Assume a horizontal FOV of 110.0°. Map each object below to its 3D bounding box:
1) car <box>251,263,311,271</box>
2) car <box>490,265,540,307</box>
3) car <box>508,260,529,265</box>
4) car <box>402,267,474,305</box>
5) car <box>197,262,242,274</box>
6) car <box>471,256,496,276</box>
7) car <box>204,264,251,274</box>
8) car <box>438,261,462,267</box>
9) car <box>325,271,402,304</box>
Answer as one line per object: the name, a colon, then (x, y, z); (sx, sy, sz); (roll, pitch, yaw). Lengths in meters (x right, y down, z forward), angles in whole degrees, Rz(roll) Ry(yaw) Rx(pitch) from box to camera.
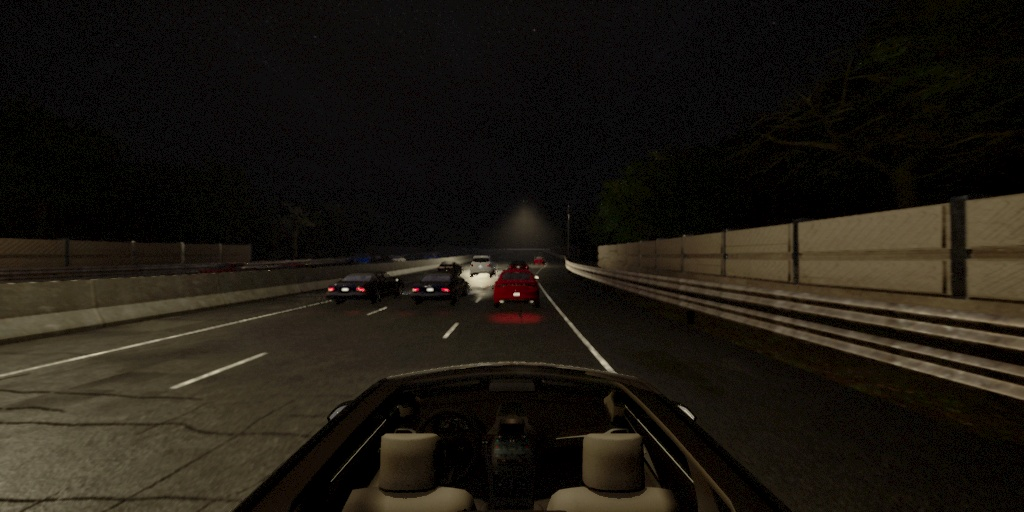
car: (-17.270, 1.347, 27.816); (1.882, 1.535, 5.008); (0, 0, 1)
car: (0.216, 1.354, 16.452); (1.882, 1.535, 5.008); (0, 0, 1)
car: (0.675, 1.135, 36.658); (2.097, 1.767, 4.553); (0, 1, 2)
car: (-3.277, 1.425, 17.049); (2.033, 1.411, 5.357); (0, 0, 1)
car: (-24.202, 1.333, 30.630); (1.882, 1.535, 5.008); (0, 0, 2)
car: (-2.846, 1.013, 36.138); (2.150, 2.045, 5.566); (0, 1, 2)
car: (-20.773, 1.472, 27.874); (1.895, 1.301, 4.718); (0, 0, 1)
car: (-6.327, 1.278, 36.749); (2.128, 1.511, 4.902); (0, 1, 2)
car: (-6.775, 1.426, 17.158); (2.033, 1.411, 5.357); (0, 0, 1)
